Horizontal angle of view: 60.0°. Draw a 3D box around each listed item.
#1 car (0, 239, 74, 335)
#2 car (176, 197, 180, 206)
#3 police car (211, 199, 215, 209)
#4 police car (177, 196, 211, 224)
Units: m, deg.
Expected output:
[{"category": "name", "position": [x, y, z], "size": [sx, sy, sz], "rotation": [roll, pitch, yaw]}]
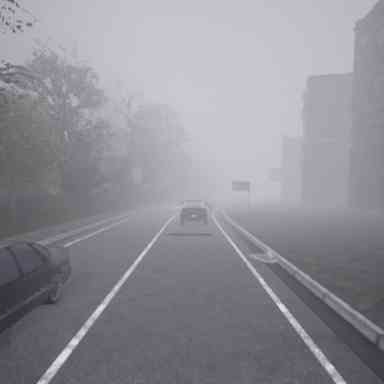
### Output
[{"category": "car", "position": [-3.601, 1.539, 5.335], "size": [2.033, 1.411, 5.357], "rotation": [0, 0, 0]}, {"category": "car", "position": [-0.942, 1.269, 47.919], "size": [1.994, 1.385, 4.181], "rotation": [1, 1, 13]}, {"category": "police car", "position": [1.754, 1.358, 42.652], "size": [2.038, 1.542, 4.974], "rotation": [1, 1, 10]}, {"category": "police car", "position": [0.178, 1.387, 24.619], "size": [1.930, 1.638, 5.238], "rotation": [0, 0, 1]}]
